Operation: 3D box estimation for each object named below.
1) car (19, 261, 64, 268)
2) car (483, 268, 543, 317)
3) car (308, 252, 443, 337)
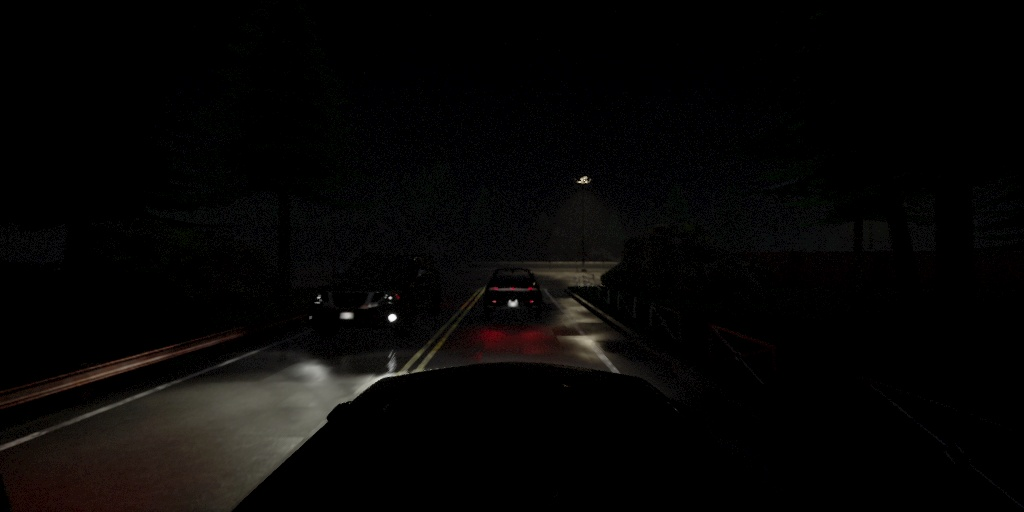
[{"bbox_3d":[-35.634,1.202,28.854,4.902,1.511,2.128,0,0,0],"label":"car"},{"bbox_3d":[0.041,1.176,12.837,2.128,1.511,4.902,0,0,0],"label":"car"},{"bbox_3d":[-3.523,0.913,10.481,2.150,2.045,5.566,0,0,1],"label":"car"}]
